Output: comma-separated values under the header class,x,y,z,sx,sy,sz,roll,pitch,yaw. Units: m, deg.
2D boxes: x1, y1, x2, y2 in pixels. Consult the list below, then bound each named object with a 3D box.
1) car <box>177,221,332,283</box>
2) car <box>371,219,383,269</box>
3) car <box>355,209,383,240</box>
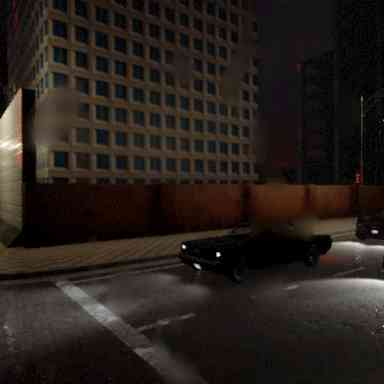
class,x,y,z,sx,sy,sz,roll,pitch,yaw
car,1.946,1.547,9.676,4.718,1.301,1.895,-1,0,-35
car,6.933,1.477,8.933,4.181,1.385,1.994,-1,0,-35
car,9.111,1.431,14.777,4.181,1.385,1.994,-1,0,-35
